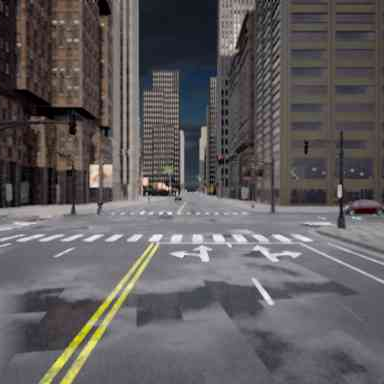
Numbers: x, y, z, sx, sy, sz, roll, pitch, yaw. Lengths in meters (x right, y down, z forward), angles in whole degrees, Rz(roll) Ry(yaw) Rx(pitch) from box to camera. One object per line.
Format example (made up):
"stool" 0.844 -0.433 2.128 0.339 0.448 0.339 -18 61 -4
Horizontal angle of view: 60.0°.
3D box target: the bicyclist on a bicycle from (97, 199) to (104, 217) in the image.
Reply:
"bicyclist on a bicycle" -8.756 1.517 31.572 0.659 1.776 1.843 0 0 0

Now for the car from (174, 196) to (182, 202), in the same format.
"car" -3.263 1.604 79.459 1.895 1.301 4.718 0 0 0

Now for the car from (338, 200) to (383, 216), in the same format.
"car" 16.673 1.510 33.012 4.097 1.590 1.967 0 1 0

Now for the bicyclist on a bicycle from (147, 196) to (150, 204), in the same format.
"bicyclist on a bicycle" -8.761 1.699 67.156 0.659 1.776 1.843 0 0 0
